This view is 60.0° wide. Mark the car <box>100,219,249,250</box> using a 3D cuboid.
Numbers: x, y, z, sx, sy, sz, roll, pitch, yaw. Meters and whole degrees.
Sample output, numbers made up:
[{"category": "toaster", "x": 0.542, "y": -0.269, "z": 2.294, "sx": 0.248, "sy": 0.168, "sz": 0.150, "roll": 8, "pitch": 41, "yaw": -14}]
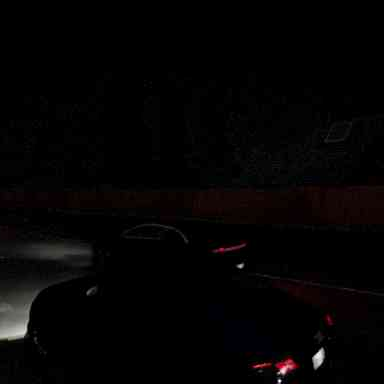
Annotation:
[{"category": "car", "x": -0.778, "y": 1.506, "z": 9.178, "sx": 4.902, "sy": 1.511, "sz": 2.128, "roll": 0, "pitch": 0, "yaw": 38}]

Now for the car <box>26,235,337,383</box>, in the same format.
[{"category": "car", "x": -0.371, "y": 1.572, "z": 4.426, "sx": 4.181, "sy": 1.385, "sz": 1.994, "roll": 0, "pitch": 0, "yaw": 37}]
